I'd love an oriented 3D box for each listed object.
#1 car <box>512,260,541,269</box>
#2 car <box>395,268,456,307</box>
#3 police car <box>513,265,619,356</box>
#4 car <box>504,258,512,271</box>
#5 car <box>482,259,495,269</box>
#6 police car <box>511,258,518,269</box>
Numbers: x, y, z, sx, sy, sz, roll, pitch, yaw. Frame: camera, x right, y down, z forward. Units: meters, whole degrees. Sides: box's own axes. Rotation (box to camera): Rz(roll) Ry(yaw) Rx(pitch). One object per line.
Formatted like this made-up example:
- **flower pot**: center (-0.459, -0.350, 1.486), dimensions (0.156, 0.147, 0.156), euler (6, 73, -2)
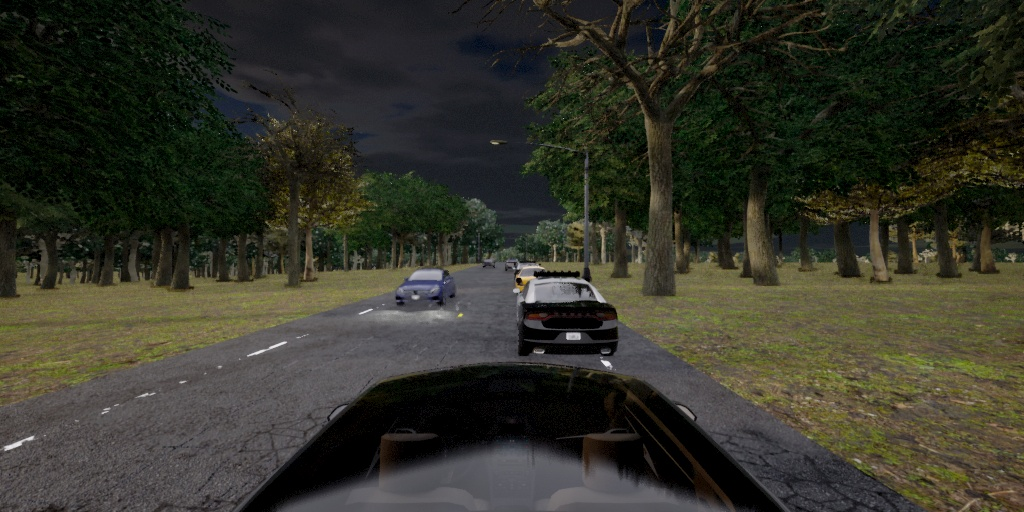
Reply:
- **car**: center (1.076, 1.192, 18.833), dimensions (1.801, 1.575, 5.366), euler (0, 0, 0)
- **car**: center (-3.579, 1.267, 15.637), dimensions (1.812, 1.442, 4.674), euler (0, 0, 0)
- **police car**: center (1.062, 1.174, 8.749), dimensions (1.930, 1.638, 5.238), euler (0, 0, 0)
- **car**: center (0.085, 1.130, 45.961), dimensions (2.128, 1.511, 4.902), euler (0, 0, 1)
- **car**: center (-3.424, 1.154, 53.317), dimensions (2.033, 1.411, 5.357), euler (0, 0, 0)
- **police car**: center (1.085, 1.148, 24.753), dimensions (1.930, 1.638, 5.238), euler (0, 0, 0)
